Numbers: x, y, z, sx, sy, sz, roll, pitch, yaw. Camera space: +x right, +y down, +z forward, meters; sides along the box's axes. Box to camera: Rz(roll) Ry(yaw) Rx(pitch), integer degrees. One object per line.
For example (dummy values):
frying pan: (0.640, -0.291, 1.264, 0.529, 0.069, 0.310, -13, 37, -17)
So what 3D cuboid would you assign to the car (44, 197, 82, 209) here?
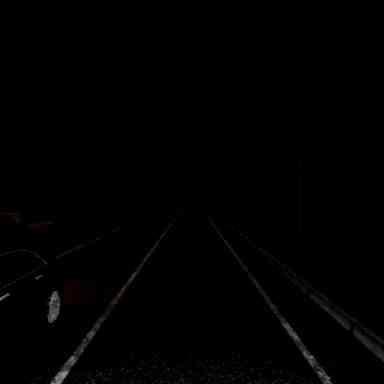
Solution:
car: (-22.038, 1.839, 57.029, 5.566, 2.045, 2.435, 0, -1, 0)

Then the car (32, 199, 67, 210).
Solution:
car: (-22.033, 1.901, 51.475, 4.553, 1.767, 2.185, 0, -1, 0)

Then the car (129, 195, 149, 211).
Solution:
car: (-8.884, 1.683, 43.538, 5.566, 2.045, 2.435, 0, -1, 0)

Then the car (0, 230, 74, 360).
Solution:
car: (-3.250, 1.542, 4.271, 1.837, 1.490, 4.892, 0, -1, 0)

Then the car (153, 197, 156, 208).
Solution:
car: (-8.920, 2.064, 54.747, 4.892, 1.521, 2.231, 0, -1, 0)

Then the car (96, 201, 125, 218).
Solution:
car: (-8.889, 1.775, 29.520, 5.008, 1.535, 2.097, 0, -1, 0)

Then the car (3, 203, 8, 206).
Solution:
car: (-21.997, 1.933, 43.147, 4.892, 1.521, 2.231, 0, -1, 0)

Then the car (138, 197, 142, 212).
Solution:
car: (-8.878, 1.777, 40.733, 4.553, 1.767, 2.185, 0, -1, 0)

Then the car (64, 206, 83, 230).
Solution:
car: (-8.910, 1.676, 18.307, 4.792, 1.488, 2.163, 0, -1, 0)

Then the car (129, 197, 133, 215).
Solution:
car: (-8.933, 1.713, 35.127, 4.553, 1.767, 2.185, 0, -1, 0)

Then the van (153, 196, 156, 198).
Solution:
van: (-9.047, 1.869, 57.553, 4.442, 1.987, 1.878, 0, -1, 0)

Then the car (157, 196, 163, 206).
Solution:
car: (-8.909, 1.908, 63.160, 5.566, 2.045, 2.435, 0, -1, 0)

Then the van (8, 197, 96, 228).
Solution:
van: (-8.768, 1.453, 21.113, 4.442, 1.987, 1.878, 0, -1, 0)

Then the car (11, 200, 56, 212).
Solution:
car: (-21.810, 1.960, 45.924, 5.366, 1.575, 1.946, 0, -1, 0)

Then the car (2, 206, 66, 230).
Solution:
car: (-9.063, 1.612, 15.504, 5.366, 1.575, 1.946, 0, -1, 0)

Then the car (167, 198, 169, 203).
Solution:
car: (-8.956, 2.304, 82.789, 5.008, 1.535, 2.097, 0, 0, 0)

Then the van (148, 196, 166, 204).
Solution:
van: (-9.082, 2.088, 85.593, 4.442, 1.987, 1.878, 0, 0, 0)

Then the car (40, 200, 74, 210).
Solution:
car: (-21.977, 2.088, 54.250, 4.792, 1.488, 2.163, 0, -1, 0)

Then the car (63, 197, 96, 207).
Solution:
car: (-22.048, 1.934, 65.355, 5.566, 2.045, 2.435, 0, -1, 0)

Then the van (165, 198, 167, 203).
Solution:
van: (-8.841, 2.067, 79.983, 4.442, 1.987, 1.878, 0, 0, 0)

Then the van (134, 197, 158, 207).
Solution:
van: (-9.057, 1.965, 65.960, 4.442, 1.987, 1.878, 0, -1, 0)

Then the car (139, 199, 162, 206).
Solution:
car: (-8.945, 2.281, 71.569, 4.674, 1.452, 2.002, 0, -1, 0)

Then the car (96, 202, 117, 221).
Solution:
car: (-8.862, 1.772, 26.716, 4.792, 1.488, 2.163, 0, -1, 0)

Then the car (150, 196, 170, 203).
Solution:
car: (-8.947, 2.093, 94.003, 5.566, 2.045, 2.435, 0, 0, 0)

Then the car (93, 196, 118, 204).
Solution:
car: (-22.015, 2.061, 84.789, 5.566, 2.045, 2.435, 0, 0, 0)

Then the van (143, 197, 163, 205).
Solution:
van: (-9.071, 2.052, 77.181, 4.442, 1.987, 1.878, 0, 0, 0)

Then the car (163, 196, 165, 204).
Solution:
car: (-8.980, 2.292, 74.377, 4.792, 1.488, 2.163, 0, 0, 0)

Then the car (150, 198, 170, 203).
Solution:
car: (-8.787, 2.331, 91.199, 5.366, 1.575, 1.946, 0, 0, 0)

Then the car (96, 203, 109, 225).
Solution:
car: (-8.859, 1.740, 23.913, 4.792, 1.488, 2.163, 0, -1, 0)

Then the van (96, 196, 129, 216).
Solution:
van: (-8.782, 1.581, 32.325, 4.442, 1.987, 1.878, 0, -1, 0)

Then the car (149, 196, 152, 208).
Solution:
car: (-8.887, 1.715, 46.341, 5.566, 2.045, 2.435, 0, -1, 0)

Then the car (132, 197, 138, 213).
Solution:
car: (-8.874, 1.745, 37.930, 4.553, 1.767, 2.185, 0, -1, 0)

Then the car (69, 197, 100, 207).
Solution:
car: (-21.994, 1.960, 68.132, 5.566, 2.045, 2.435, 0, -1, 0)

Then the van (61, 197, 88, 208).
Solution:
van: (-22.133, 1.927, 62.578, 4.442, 1.987, 1.878, 0, -1, 0)

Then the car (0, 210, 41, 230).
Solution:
car: (-8.868, 1.584, 12.704, 5.008, 1.535, 2.097, 0, -1, 0)
